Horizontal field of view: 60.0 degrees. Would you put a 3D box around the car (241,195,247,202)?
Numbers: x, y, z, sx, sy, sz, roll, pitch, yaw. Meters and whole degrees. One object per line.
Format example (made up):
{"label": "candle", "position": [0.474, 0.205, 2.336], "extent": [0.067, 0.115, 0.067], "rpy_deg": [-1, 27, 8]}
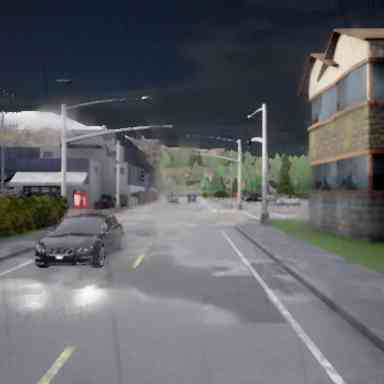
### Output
{"label": "car", "position": [13.745, 1.237, 72.883], "extent": [4.605, 1.855, 1.932], "rpy_deg": [0, 0, 0]}

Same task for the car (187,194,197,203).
{"label": "car", "position": [-0.005, 1.662, 74.305], "extent": [2.033, 1.411, 5.357], "rpy_deg": [0, 0, 0]}

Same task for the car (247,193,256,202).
{"label": "car", "position": [14.158, 1.211, 69.978], "extent": [3.866, 1.878, 1.905], "rpy_deg": [0, 0, 0]}

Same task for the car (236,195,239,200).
{"label": "car", "position": [13.879, 1.545, 91.466], "extent": [3.633, 1.501, 1.845], "rpy_deg": [0, 0, 0]}

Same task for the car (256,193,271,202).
{"label": "car", "position": [14.161, 1.266, 57.183], "extent": [5.027, 1.636, 2.152], "rpy_deg": [0, 0, 0]}

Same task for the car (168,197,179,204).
{"label": "car", "position": [-3.523, 1.673, 64.600], "extent": [1.994, 1.385, 4.181], "rpy_deg": [0, 0, 1]}

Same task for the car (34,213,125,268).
{"label": "car", "position": [-3.571, 1.526, 11.410], "extent": [1.837, 1.490, 4.892], "rpy_deg": [0, 0, 0]}

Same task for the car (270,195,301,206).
{"label": "car", "position": [14.485, 1.334, 50.766], "extent": [3.806, 1.475, 1.970], "rpy_deg": [0, 0, 0]}

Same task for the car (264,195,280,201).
{"label": "car", "position": [21.301, 1.550, 88.487], "extent": [3.806, 1.475, 1.970], "rpy_deg": [0, 0, 0]}
